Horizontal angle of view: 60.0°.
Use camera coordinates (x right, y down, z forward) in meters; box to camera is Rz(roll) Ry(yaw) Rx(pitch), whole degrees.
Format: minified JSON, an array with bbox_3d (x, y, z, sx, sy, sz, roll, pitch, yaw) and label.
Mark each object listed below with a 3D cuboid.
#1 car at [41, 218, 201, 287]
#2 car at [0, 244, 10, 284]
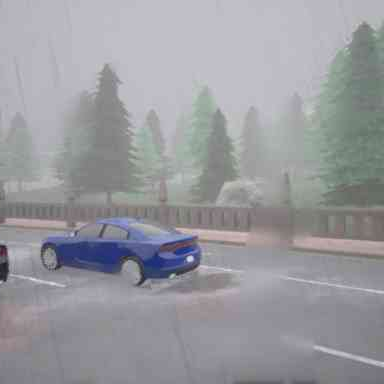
[{"bbox_3d":[-2.144,1.455,9.286,5.008,1.535,1.882,0,0,32],"label":"car"},{"bbox_3d":[-6.380,1.470,7.750,5.008,1.535,1.882,0,0,30],"label":"car"}]
